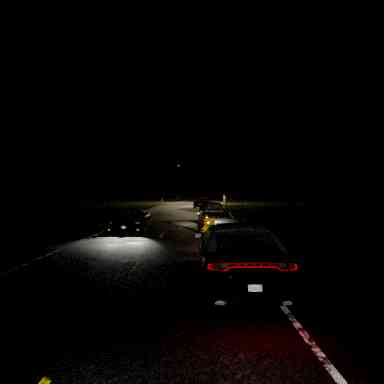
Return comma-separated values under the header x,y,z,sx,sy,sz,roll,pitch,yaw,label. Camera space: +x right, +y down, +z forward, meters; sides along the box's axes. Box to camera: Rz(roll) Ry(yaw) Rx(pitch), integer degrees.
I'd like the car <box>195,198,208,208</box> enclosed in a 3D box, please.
x,y,z,sx,sy,sz,roll,pitch,yaw,label
1.397,1.471,24.060,1.882,1.535,5.008,0,0,2,car

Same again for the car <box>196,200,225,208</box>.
x,y,z,sx,sy,sz,roll,pitch,yaw,label
1.257,1.452,18.270,1.801,1.575,5.366,0,0,1,car

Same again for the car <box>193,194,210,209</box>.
x,y,z,sx,sy,sz,roll,pitch,yaw,label
1.215,1.450,45.781,1.882,1.535,5.008,0,0,3,car

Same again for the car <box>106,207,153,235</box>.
x,y,z,sx,sy,sz,roll,pitch,yaw,label
-3.370,1.561,18.506,1.994,1.385,4.181,0,0,1,car

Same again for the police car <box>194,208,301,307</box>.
x,y,z,sx,sy,sz,roll,pitch,yaw,label
1.097,1.425,8.220,1.930,1.638,5.238,0,0,1,police car
